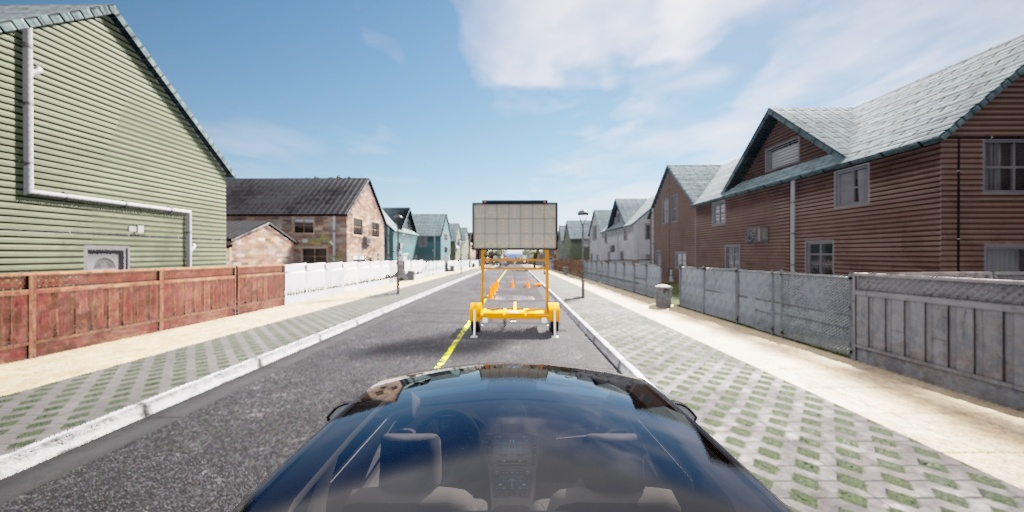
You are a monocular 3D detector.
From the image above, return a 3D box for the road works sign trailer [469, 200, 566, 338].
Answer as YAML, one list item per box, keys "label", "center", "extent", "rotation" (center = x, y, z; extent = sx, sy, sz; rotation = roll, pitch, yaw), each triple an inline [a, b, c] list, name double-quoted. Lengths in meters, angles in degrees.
- label: "road works sign trailer"
  center: [0.085, 0.230, 10.226]
  extent: [2.380, 3.560, 2.880]
  rotation: [0, 0, 1]
